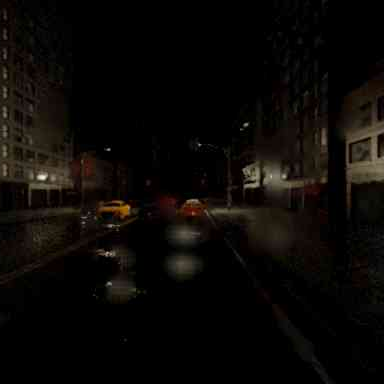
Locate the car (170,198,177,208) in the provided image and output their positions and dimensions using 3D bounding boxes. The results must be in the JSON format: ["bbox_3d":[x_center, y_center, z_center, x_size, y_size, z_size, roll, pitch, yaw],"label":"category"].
[{"bbox_3d":[-3.147,1.611,48.452,1.812,1.442,4.674,0,0,0],"label":"car"}]

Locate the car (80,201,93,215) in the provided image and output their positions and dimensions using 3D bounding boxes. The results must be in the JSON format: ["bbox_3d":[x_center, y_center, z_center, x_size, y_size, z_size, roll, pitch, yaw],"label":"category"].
[{"bbox_3d":[-9.804,1.607,34.344,2.033,1.411,5.357,0,0,1],"label":"car"}]

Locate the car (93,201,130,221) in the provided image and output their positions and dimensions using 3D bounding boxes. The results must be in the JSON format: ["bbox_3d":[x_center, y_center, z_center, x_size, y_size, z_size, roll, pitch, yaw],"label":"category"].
[{"bbox_3d":[-6.585,1.526,28.330,1.882,1.535,5.008,0,0,0],"label":"car"}]

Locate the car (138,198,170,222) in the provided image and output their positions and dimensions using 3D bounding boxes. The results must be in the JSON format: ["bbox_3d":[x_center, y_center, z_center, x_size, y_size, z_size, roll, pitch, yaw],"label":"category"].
[{"bbox_3d":[-3.147,1.524,27.217,1.882,1.535,5.008,0,0,0],"label":"car"}]

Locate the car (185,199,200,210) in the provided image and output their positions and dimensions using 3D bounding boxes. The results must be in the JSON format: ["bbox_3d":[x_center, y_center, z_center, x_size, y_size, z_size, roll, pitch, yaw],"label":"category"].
[{"bbox_3d":[0.099,1.679,44.552,1.895,1.301,4.718,0,0,0],"label":"car"}]

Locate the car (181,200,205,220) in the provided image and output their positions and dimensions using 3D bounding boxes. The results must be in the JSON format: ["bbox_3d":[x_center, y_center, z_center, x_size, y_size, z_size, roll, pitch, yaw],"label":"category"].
[{"bbox_3d":[0.097,1.527,28.541,1.882,1.535,5.008,0,0,0],"label":"car"}]
